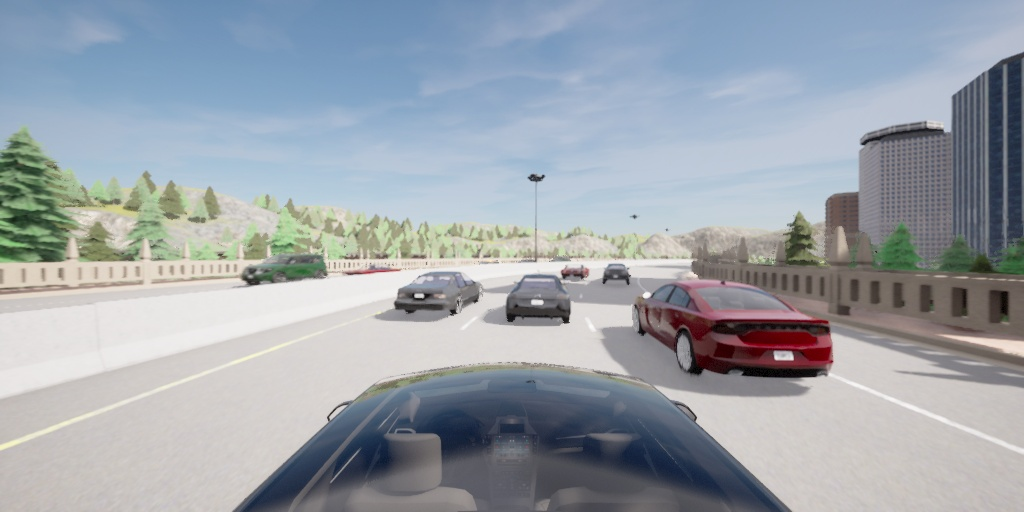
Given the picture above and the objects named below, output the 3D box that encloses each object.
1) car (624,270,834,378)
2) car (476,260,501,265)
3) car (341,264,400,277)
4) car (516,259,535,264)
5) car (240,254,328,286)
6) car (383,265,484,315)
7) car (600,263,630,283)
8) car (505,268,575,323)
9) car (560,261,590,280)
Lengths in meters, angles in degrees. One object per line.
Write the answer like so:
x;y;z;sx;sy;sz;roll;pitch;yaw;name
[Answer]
3.963;1.226;7.455;1.882;1.535;5.008;0;0;4;car
-2.747;1.169;39.044;1.882;1.535;5.008;0;0;23;car
-10.552;1.266;27.047;1.895;1.301;4.718;0;0;15;car
2.388;1.259;62.862;1.837;1.490;4.892;0;0;33;car
-14.903;0.875;23.947;2.150;2.045;5.566;0;0;13;car
-2.470;1.255;13.404;2.033;1.411;5.357;0;0;8;car
7.829;1.245;26.879;1.812;1.442;4.674;0;0;17;car
0.975;1.287;12.201;1.994;1.385;4.181;0;0;7;car
5.607;1.311;31.232;1.895;1.301;4.718;0;0;20;car
